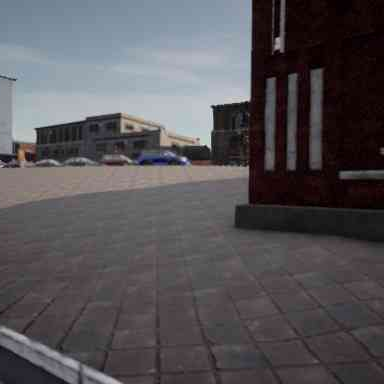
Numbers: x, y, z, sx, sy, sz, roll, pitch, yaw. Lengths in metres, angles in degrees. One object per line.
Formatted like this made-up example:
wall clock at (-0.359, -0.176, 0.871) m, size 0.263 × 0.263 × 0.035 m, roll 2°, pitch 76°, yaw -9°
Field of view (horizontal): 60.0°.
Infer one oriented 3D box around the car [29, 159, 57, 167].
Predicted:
car at (-17.972, -3.424, 42.158) m, size 4.674 × 1.452 × 2.002 m, roll 1°, pitch 1°, yaw 28°

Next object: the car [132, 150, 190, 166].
car at (-2.958, -3.348, 34.920) m, size 5.566 × 2.045 × 2.435 m, roll 2°, pitch 1°, yaw 25°

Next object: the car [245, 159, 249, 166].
car at (7.225, -2.706, 30.676) m, size 4.674 × 1.452 × 2.002 m, roll 2°, pitch 1°, yaw 22°

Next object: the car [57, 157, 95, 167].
car at (-13.140, -3.363, 39.701) m, size 4.892 × 1.521 × 2.231 m, roll 1°, pitch 1°, yaw 27°

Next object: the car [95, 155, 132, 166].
car at (-8.059, -3.366, 37.259) m, size 4.553 × 1.767 × 2.185 m, roll 1°, pitch 1°, yaw 26°

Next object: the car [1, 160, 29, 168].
car at (-22.836, -3.535, 44.765) m, size 4.792 × 1.488 × 2.163 m, roll 1°, pitch 1°, yaw 29°
